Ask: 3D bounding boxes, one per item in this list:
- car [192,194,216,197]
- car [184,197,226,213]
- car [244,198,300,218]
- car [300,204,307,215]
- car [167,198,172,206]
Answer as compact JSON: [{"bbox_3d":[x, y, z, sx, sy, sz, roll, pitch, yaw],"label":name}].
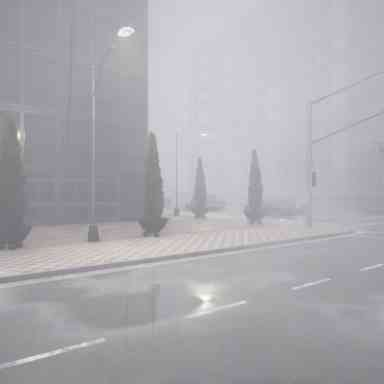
[{"bbox_3d":[2.042,1.276,43.706,2.150,2.045,5.566,0,0,-36],"label":"car"},{"bbox_3d":[1.243,1.603,38.857,2.033,1.411,5.357,0,0,-36],"label":"car"},{"bbox_3d":[7.063,1.533,30.877,1.882,1.535,5.008,0,0,-36],"label":"car"},{"bbox_3d":[9.506,1.407,33.469,2.097,1.767,4.553,0,0,-36],"label":"car"},{"bbox_3d":[-5.504,1.267,54.067,2.150,2.045,5.566,0,1,-37],"label":"car"}]
